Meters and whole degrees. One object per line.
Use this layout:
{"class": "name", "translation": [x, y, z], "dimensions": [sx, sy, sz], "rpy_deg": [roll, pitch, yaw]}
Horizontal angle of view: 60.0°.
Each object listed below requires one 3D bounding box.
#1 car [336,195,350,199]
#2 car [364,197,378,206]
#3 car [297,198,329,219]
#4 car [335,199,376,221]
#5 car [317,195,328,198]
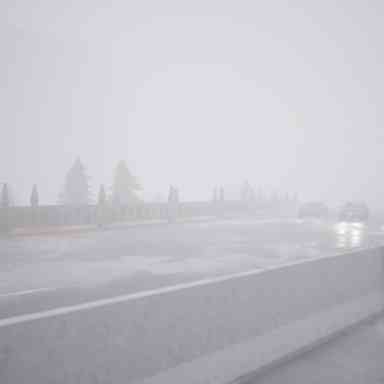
{"class": "car", "translation": [30.122, 1.445, 66.319], "dimensions": [2.097, 1.767, 4.553], "rpy_deg": [0, 0, 11]}
{"class": "car", "translation": [32.650, 1.719, 61.074], "dimensions": [2.128, 1.511, 4.902], "rpy_deg": [0, 0, 13]}
{"class": "car", "translation": [11.193, 1.628, 30.566], "dimensions": [1.837, 1.490, 4.892], "rpy_deg": [0, 0, 36]}
{"class": "car", "translation": [13.888, 1.603, 28.333], "dimensions": [2.128, 1.511, 4.902], "rpy_deg": [0, 0, 36]}
{"class": "car", "translation": [27.005, 1.366, 68.967], "dimensions": [2.097, 1.767, 4.553], "rpy_deg": [0, 0, 8]}
